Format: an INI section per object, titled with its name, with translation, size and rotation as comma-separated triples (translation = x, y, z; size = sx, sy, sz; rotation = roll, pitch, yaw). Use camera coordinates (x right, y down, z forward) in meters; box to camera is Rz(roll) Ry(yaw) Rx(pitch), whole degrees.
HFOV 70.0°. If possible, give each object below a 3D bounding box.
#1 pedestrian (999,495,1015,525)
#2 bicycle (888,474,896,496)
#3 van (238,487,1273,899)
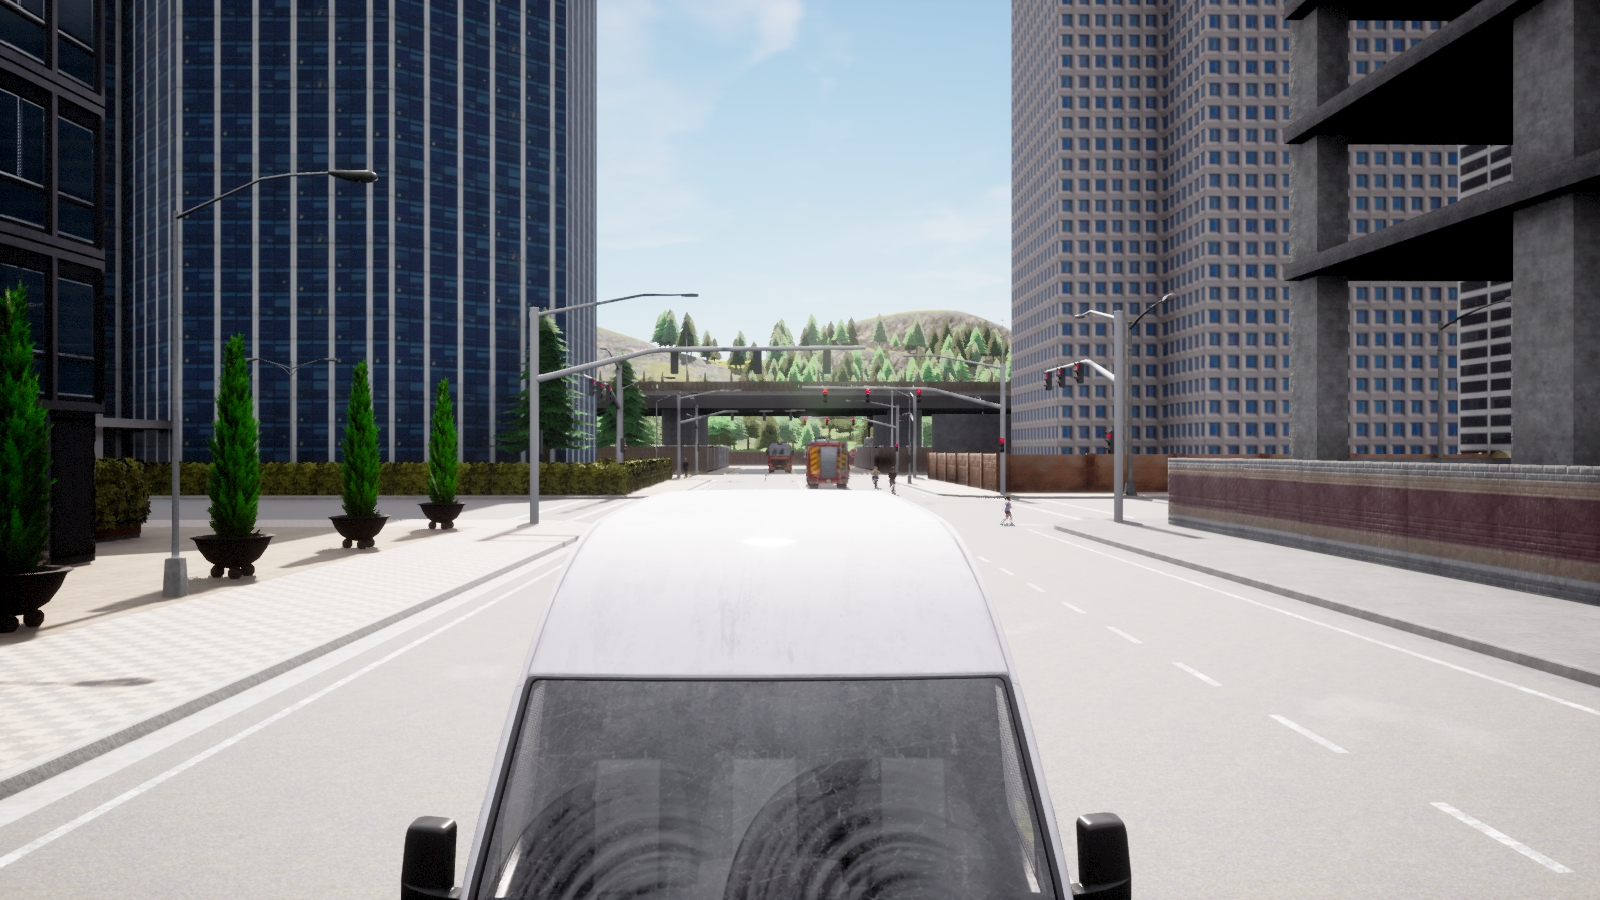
[pedestrian]
translation = 7.705, 2.228, 42.556
size = 0.500, 1.100, 0.500
rotation = 0, 0, -5
[bicycle]
translation = 5.721, 2.160, 71.042
size = 0.329, 1.271, 1.835
rotation = 0, 0, -1
[van]
translation = -0.128, 1.535, 5.152
size = 1.988, 2.561, 5.915
rotation = 0, 0, -1
